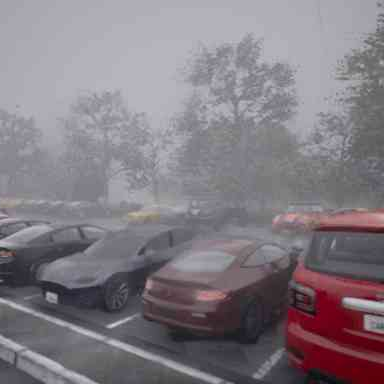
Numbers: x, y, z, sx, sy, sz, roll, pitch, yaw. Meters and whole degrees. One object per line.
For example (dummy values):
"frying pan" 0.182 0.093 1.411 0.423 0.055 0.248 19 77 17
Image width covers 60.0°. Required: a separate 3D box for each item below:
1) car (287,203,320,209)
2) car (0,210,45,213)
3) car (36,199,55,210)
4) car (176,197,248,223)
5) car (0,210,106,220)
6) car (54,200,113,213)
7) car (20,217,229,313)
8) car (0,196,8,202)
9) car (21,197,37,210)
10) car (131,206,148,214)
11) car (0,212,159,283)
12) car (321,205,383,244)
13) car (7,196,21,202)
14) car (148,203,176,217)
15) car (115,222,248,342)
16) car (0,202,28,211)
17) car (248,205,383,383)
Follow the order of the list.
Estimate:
"car" 6.273 1.466 19.070 2.185 1.767 4.553 -1 0 36
"car" -8.051 1.680 13.251 2.002 1.452 4.674 0 0 36
"car" -11.829 1.542 32.113 2.097 1.535 5.008 1 1 36
"car" 1.749 1.378 22.338 2.435 2.045 5.566 0 0 36
"car" -5.796 1.633 11.610 2.097 1.535 5.008 0 0 36
"car" -9.465 1.581 30.403 2.231 1.521 4.892 1 1 36
"car" -1.291 1.623 8.324 2.163 1.488 4.792 -1 0 36
"car" -18.391 1.378 37.092 1.946 1.575 5.366 2 1 36
"car" -14.090 1.497 33.747 2.097 1.535 5.008 1 1 36
"car" -2.897 1.632 25.433 1.946 1.575 5.366 0 0 36
"car" -3.535 1.617 9.977 2.097 1.535 5.008 -1 0 36
"car" 8.510 1.561 17.408 2.097 1.535 5.008 -1 0 36
"car" -16.366 1.474 35.363 2.163 1.488 4.792 2 1 36
"car" -0.524 1.636 23.953 2.097 1.535 5.008 0 0 36
"car" 0.983 1.602 6.713 2.002 1.452 4.674 -1 -1 36
"car" -10.294 1.514 14.907 2.185 1.767 4.553 0 0 36
"car" 3.253 1.275 5.110 2.435 2.045 5.566 -1 -1 36
